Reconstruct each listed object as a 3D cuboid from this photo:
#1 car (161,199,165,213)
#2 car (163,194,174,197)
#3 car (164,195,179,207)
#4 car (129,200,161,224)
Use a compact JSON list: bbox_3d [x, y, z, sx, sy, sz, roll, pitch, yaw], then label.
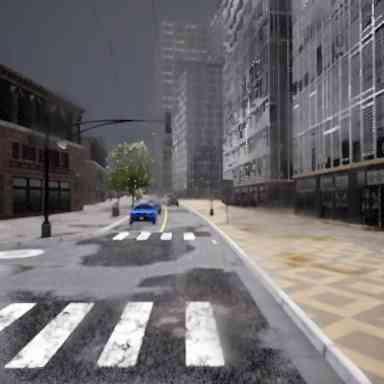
[{"bbox_3d":[-4.223,1.666,35.324,1.994,1.385,4.181,0,0,-4],"label":"car"},{"bbox_3d":[-4.446,1.428,65.406,2.150,2.045,5.566,0,0,-8],"label":"car"},{"bbox_3d":[-3.167,1.663,55.042,1.837,1.490,4.892,0,0,-7],"label":"car"},{"bbox_3d":[-3.599,1.552,25.404,1.882,1.535,5.008,0,0,-3],"label":"car"}]
